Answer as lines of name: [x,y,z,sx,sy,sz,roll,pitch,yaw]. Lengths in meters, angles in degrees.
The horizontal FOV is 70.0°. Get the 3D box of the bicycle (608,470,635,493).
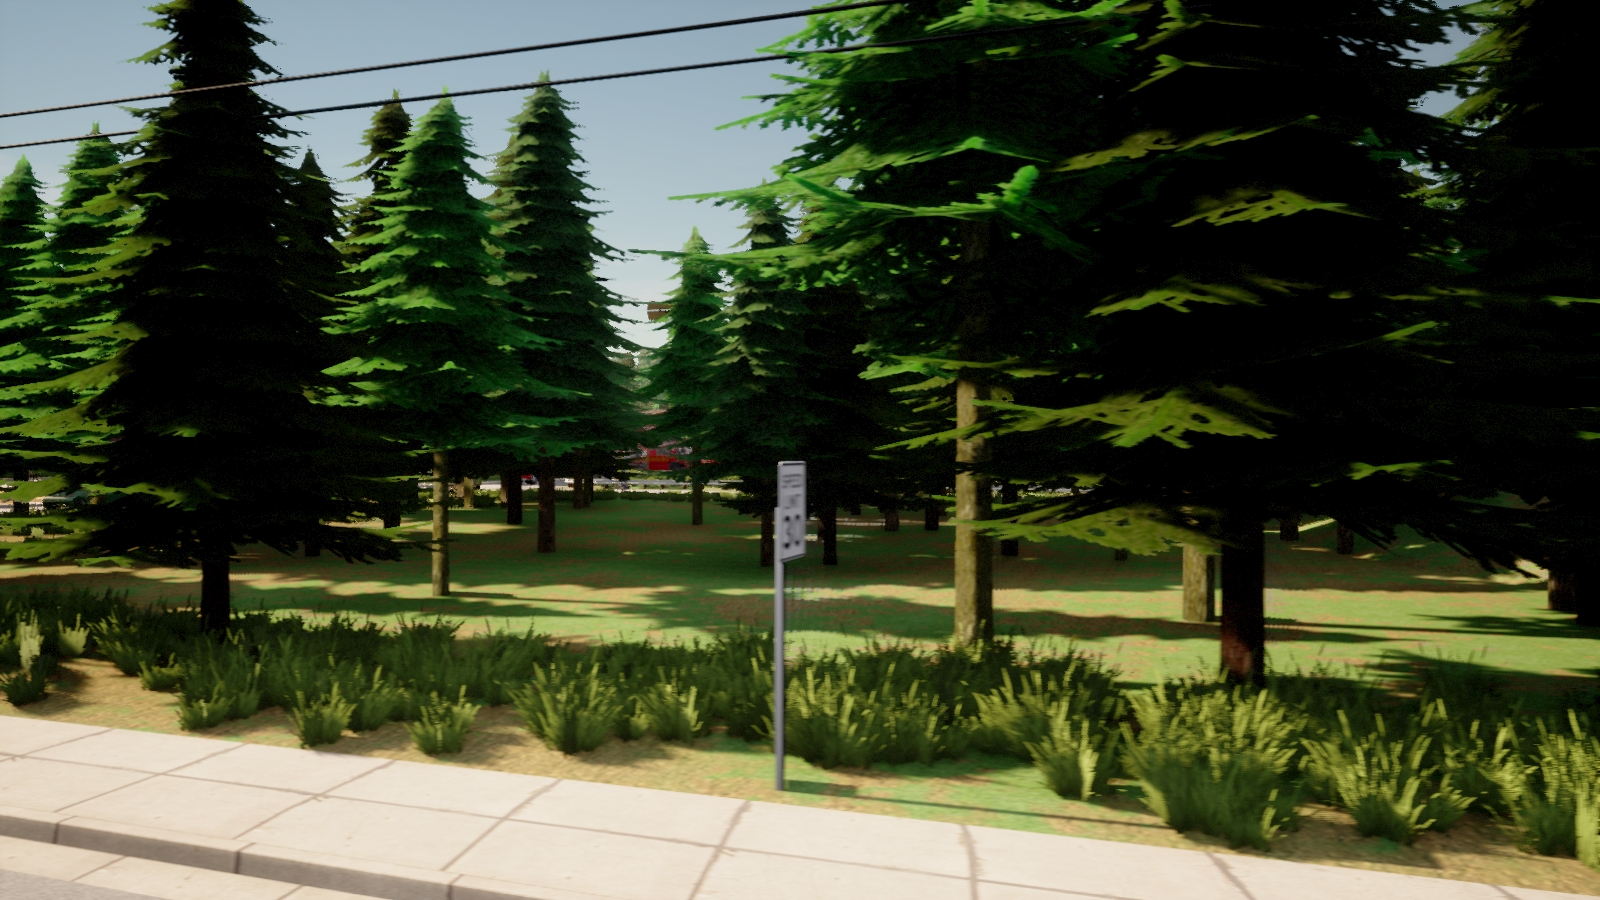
bicycle: [-11.534,2.029,73.802,1.643,1.496,0.373,0,0,10]

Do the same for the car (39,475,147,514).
car: [-32.489,2.000,52.635,1.851,1.617,3.988,0,0,19]
